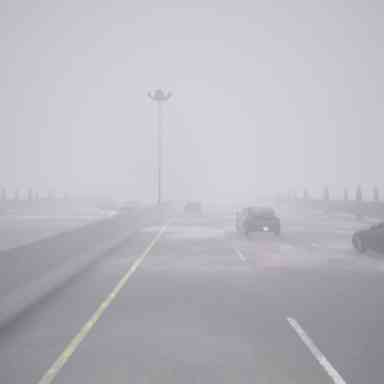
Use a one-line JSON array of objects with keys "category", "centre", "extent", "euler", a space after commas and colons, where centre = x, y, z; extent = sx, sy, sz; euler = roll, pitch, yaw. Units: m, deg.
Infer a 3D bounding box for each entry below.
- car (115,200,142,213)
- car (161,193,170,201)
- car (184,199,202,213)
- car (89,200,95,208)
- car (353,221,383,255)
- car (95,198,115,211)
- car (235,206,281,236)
[{"category": "car", "centre": [-7.081, 1.633, 38.749], "extent": [2.033, 1.411, 5.357], "euler": [0, 0, 0]}, {"category": "car", "centre": [-6.482, 1.209, 80.413], "extent": [2.150, 2.045, 5.566], "euler": [0, 0, 2]}, {"category": "car", "centre": [0.113, 1.574, 37.617], "extent": [2.128, 1.511, 4.902], "euler": [0, 0, 0]}, {"category": "car", "centre": [-14.053, 1.660, 50.852], "extent": [2.033, 1.411, 5.357], "euler": [0, 0, 0]}, {"category": "car", "centre": [7.105, 1.550, 10.896], "extent": [1.812, 1.442, 4.674], "euler": [0, 0, 0]}, {"category": "car", "centre": [-10.571, 1.620, 42.796], "extent": [1.812, 1.442, 4.674], "euler": [0, 0, 0]}, {"category": "car", "centre": [3.607, 1.546, 18.679], "extent": [1.837, 1.490, 4.892], "euler": [0, 0, 0]}]
